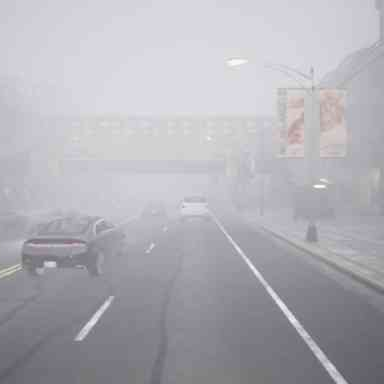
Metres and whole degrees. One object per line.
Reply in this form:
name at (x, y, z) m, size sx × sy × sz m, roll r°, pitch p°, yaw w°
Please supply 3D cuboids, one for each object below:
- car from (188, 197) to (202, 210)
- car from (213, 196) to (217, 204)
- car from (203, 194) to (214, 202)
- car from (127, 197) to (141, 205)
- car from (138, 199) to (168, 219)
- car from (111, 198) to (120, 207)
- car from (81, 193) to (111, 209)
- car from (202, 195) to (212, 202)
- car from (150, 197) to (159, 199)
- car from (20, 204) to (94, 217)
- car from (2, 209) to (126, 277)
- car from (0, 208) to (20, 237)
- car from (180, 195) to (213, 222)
car at (0.394, 1.517, 44.237) m, size 1.837 × 1.490 × 4.892 m, roll 0°, pitch 0°, yaw 1°
car at (3.576, 1.502, 63.821) m, size 2.231 × 1.521 × 4.892 m, roll 0°, pitch 0°, yaw 10°
car at (3.691, 1.378, 74.595) m, size 2.185 × 1.767 × 4.553 m, roll 0°, pitch 0°, yaw 0°
car at (-10.039, 1.603, 58.214) m, size 1.895 × 1.301 × 4.718 m, roll 0°, pitch 0°, yaw 2°
car at (-3.210, 1.567, 29.242) m, size 1.994 × 1.385 × 4.181 m, roll 0°, pitch 0°, yaw 0°
car at (-13.238, 1.592, 52.717) m, size 1.895 × 1.301 × 4.718 m, roll 0°, pitch 0°, yaw 0°
car at (-13.247, 1.224, 45.321) m, size 2.435 × 2.045 × 5.566 m, roll 0°, pitch 0°, yaw 0°
car at (3.599, 1.505, 81.021) m, size 2.097 × 1.535 × 5.008 m, roll 0°, pitch 0°, yaw 0°
car at (-6.546, 1.533, 58.196) m, size 1.812 × 1.442 × 4.674 m, roll 0°, pitch 0°, yaw 1°
car at (-6.988, 1.560, 17.746) m, size 1.994 × 1.385 × 4.181 m, roll 0°, pitch 0°, yaw 0°
car at (-3.320, 1.490, 10.231) m, size 2.128 × 1.511 × 4.902 m, roll 0°, pitch 0°, yaw 0°
car at (-10.488, 1.556, 17.784) m, size 1.994 × 1.385 × 4.181 m, roll 0°, pitch 0°, yaw 0°
car at (0.263, 1.223, 26.126) m, size 2.150 × 2.045 × 5.566 m, roll 0°, pitch -1°, yaw 1°
